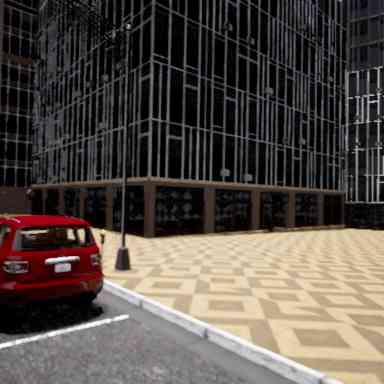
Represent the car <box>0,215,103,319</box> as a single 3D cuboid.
[{"bbox_3d":[-3.845,1.446,7.727,2.192,1.841,5.009,2,-2,-40],"label":"car"}]
